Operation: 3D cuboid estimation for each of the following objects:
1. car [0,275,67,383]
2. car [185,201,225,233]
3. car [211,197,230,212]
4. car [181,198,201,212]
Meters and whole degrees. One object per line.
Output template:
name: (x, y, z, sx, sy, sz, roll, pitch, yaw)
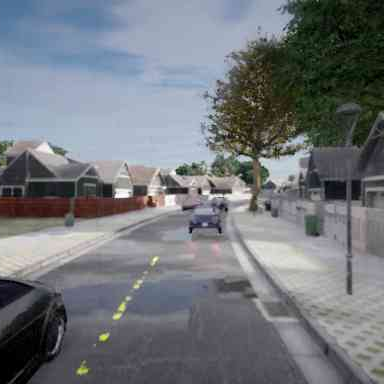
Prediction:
car: (-2.786, 1.564, 3.084, 1.994, 1.385, 4.181, 0, 0, 1)
car: (0.845, 1.516, 19.630, 1.812, 1.442, 4.674, 0, 0, 4)
car: (3.245, 1.325, 38.672, 2.097, 1.767, 4.553, 0, 0, 10)
car: (0.078, 1.456, 37.693, 1.882, 1.535, 5.008, 0, 0, 10)
